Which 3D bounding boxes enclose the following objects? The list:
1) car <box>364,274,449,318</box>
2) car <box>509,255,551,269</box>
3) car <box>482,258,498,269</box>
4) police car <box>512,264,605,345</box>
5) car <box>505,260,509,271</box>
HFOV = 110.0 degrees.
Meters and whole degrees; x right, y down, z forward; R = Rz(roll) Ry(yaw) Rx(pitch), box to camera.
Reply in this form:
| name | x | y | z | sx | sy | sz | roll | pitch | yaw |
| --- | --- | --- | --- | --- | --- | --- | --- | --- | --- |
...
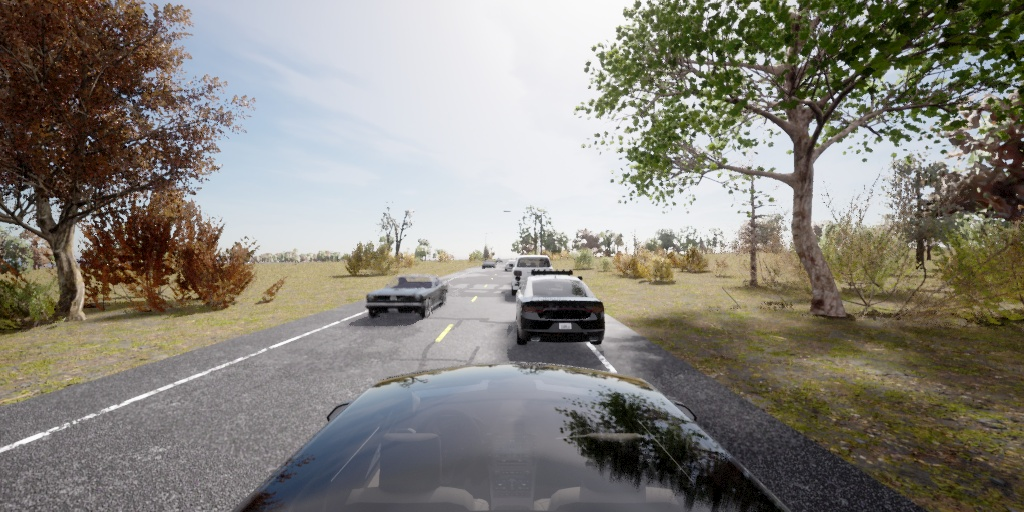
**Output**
| name | x | y | z | sx | sy | sz | roll | pitch | yaw |
| --- | --- | --- | --- | --- | --- | --- | --- | --- | --- |
| car | -3.599 | 1.353 | 13.078 | 1.895 | 1.301 | 4.718 | 0 | 0 | 0 |
| car | 1.051 | 0.978 | 19.569 | 2.150 | 2.045 | 5.566 | 0 | 0 | 0 |
| car | -3.589 | 1.323 | 55.682 | 1.994 | 1.385 | 4.181 | 0 | 0 | 0 |
| police car | 1.051 | 1.177 | 9.648 | 1.930 | 1.638 | 5.238 | 0 | 0 | 0 |
| car | 0.040 | 1.283 | 48.268 | 1.812 | 1.442 | 4.674 | 0 | 0 | 1 |
